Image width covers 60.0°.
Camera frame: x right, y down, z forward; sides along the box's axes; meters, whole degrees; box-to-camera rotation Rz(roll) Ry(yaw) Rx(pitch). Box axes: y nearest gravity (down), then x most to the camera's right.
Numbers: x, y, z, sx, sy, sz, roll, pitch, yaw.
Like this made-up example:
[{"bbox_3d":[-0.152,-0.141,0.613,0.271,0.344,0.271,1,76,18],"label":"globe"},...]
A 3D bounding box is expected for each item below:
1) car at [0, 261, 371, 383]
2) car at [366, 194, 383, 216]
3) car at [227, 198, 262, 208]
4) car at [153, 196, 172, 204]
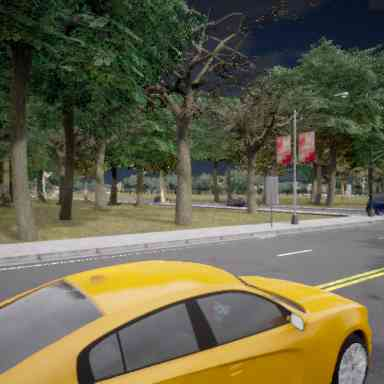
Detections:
[{"bbox_3d":[-0.136,1.478,3.344,5.008,1.535,1.882,0,0,-36],"label":"car"},{"bbox_3d":[18.000,1.225,29.079,2.150,2.045,5.566,1,0,-18],"label":"car"},{"bbox_3d":[7.114,1.521,46.121,2.033,1.411,5.357,0,0,-36],"label":"car"},{"bbox_3d":[-5.793,1.470,64.353,1.837,1.490,4.892,0,-1,-35],"label":"car"}]
